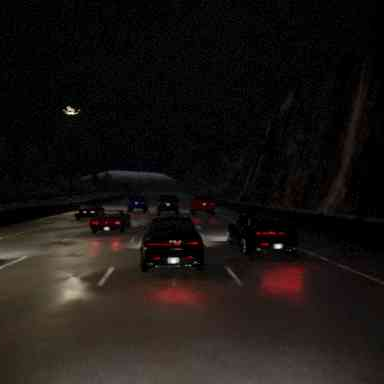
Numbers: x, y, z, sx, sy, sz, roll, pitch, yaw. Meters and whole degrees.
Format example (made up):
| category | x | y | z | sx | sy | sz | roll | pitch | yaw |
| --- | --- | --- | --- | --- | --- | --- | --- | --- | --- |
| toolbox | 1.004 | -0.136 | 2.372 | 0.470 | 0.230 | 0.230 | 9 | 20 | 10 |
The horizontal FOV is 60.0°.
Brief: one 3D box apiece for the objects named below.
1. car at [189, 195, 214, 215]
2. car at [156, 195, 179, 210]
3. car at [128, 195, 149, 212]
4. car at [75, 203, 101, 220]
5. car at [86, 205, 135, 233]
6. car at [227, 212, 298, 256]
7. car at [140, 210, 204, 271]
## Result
| category | x | y | z | sx | sy | sz | roll | pitch | yaw |
| --- | --- | --- | --- | --- | --- | --- | --- | --- | --- |
| car | 0.977 | 1.278 | 34.940 | 2.150 | 2.045 | 5.566 | -1 | 0 | -4 |
| car | -2.541 | 1.315 | 35.033 | 2.150 | 2.045 | 5.566 | -1 | 0 | -4 |
| car | -6.437 | 1.331 | 39.968 | 2.150 | 2.045 | 5.566 | -1 | 1 | -4 |
| car | -9.198 | 1.732 | 30.413 | 2.033 | 1.411 | 5.357 | -1 | 0 | -4 |
| car | -4.934 | 1.750 | 20.752 | 1.895 | 1.301 | 4.718 | -1 | 0 | -4 |
| car | 2.658 | 1.554 | 13.394 | 1.837 | 1.490 | 4.892 | -1 | 0 | -4 |
| car | -0.686 | 1.583 | 11.260 | 1.837 | 1.490 | 4.892 | -1 | 0 | -4 |
